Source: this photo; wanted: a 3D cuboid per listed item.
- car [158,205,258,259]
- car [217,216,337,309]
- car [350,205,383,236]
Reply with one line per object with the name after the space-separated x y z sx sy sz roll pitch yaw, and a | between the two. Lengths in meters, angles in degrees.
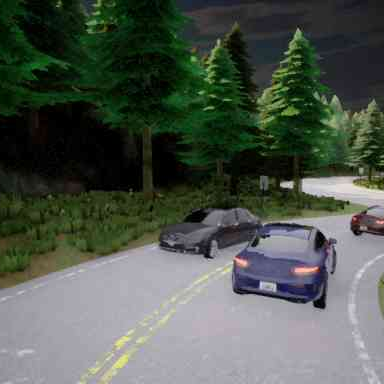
0.854 1.278 11.980 1.837 1.490 4.892 2 2 38 | car
2.358 1.486 7.971 1.812 1.442 4.674 2 2 26 | car
9.264 1.336 15.517 4.674 1.442 1.812 -1 5 -34 | car
